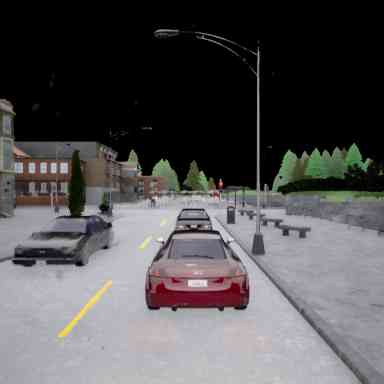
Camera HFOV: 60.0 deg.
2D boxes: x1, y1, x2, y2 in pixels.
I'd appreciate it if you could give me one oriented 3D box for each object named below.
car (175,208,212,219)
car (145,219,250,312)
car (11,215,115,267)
[{"bbox_3d":[0.074,1.547,17.055,2.033,1.411,5.357,0,0,0],"label":"car"},{"bbox_3d":[0.091,1.564,7.819,1.994,1.385,4.181,0,0,0],"label":"car"},{"bbox_3d":[-4.111,1.547,11.711,2.033,1.411,5.357,0,0,0],"label":"car"}]
